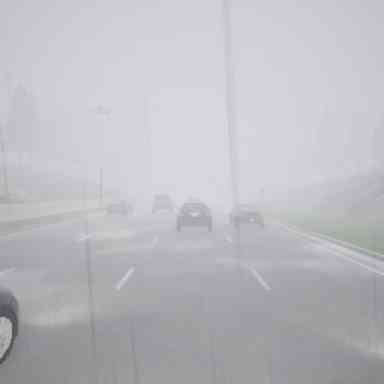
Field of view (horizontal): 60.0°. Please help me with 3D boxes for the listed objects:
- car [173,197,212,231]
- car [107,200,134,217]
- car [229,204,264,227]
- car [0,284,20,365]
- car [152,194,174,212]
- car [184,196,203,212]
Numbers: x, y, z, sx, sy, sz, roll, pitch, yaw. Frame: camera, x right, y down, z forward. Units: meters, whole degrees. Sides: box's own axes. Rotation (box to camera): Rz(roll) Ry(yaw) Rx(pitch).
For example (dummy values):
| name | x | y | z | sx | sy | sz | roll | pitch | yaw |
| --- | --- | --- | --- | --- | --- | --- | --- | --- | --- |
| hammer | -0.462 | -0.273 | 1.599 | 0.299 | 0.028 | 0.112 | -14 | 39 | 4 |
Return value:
| name | x | y | z | sx | sy | sz | roll | pitch | yaw |
| --- | --- | --- | --- | --- | --- | --- | --- | --- | --- |
| car | 0.144 | 1.369 | 21.073 | 2.097 | 1.767 | 4.553 | 0 | 0 | 0 |
| car | -6.834 | 1.508 | 31.983 | 2.128 | 1.511 | 4.902 | 0 | 0 | 0 |
| car | 3.646 | 1.550 | 22.615 | 1.812 | 1.442 | 4.674 | 0 | 0 | 0 |
| car | -3.358 | 1.502 | 2.818 | 1.837 | 1.490 | 4.892 | 0 | 0 | 0 |
| car | -3.313 | 1.249 | 38.697 | 2.150 | 2.045 | 5.566 | 0 | 0 | 0 |
| car | 0.193 | 1.386 | 39.754 | 2.097 | 1.767 | 4.553 | 0 | 0 | 0 |
